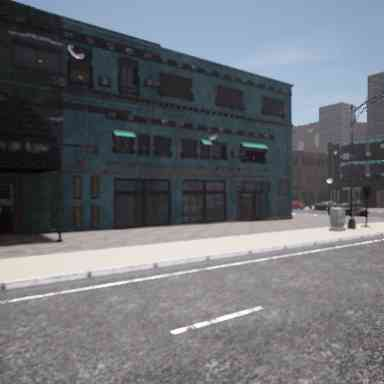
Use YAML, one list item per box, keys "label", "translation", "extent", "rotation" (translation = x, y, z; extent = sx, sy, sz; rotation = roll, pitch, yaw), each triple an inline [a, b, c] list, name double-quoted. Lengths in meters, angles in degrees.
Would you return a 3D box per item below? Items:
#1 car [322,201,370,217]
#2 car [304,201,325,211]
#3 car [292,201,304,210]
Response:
- label: "car"
  translation: [16.978, 1.979, 36.211]
  extent: [1.947, 1.339, 4.313]
  rotation: [-1, 0, -35]
- label: "car"
  translation: [19.063, 2.016, 47.938]
  extent: [2.008, 1.369, 4.403]
  rotation: [-1, 0, -35]
- label: "car"
  translation: [15.853, 2.110, 52.447]
  extent: [1.802, 1.307, 4.206]
  rotation: [-1, 0, -35]
